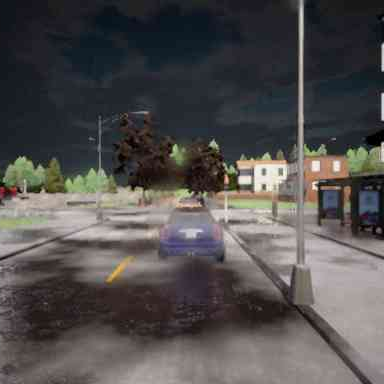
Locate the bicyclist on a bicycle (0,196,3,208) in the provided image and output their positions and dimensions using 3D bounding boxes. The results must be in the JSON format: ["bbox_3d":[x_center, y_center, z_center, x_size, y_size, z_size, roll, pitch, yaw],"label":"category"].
[{"bbox_3d":[-23.604,1.161,40.757,0.582,1.620,1.656,0,1,0],"label":"bicyclist on a bicycle"}]

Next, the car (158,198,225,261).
[{"bbox_3d":[-0.015,1.299,12.215,2.097,1.767,4.553,0,1,0],"label":"car"}]
